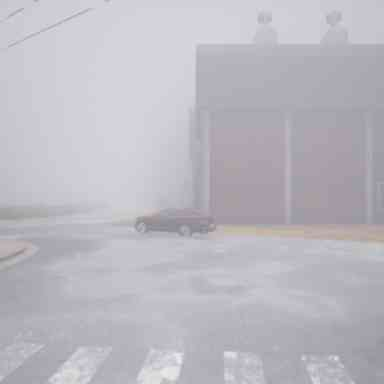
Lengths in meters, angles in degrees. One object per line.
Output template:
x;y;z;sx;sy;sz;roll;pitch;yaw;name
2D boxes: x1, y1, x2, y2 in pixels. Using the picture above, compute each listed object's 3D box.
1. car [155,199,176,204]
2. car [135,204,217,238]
-5.284;2.205;67.277;1.837;1.490;4.892;-1;-2;38;car
-0.998;1.610;18.706;5.008;1.535;1.882;-1;-1;34;car
